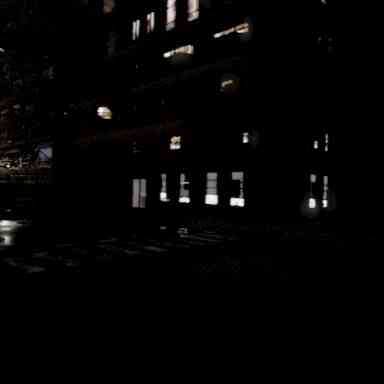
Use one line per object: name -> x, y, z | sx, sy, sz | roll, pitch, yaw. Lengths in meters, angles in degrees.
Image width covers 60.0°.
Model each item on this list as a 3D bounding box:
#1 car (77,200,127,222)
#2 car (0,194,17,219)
car -> -6.116, 1.181, 22.326 | 4.403, 1.369, 2.008 | 2, 1, 43
car -> -13.729, 1.003, 21.999 | 5.357, 1.411, 2.033 | 2, 0, 43
